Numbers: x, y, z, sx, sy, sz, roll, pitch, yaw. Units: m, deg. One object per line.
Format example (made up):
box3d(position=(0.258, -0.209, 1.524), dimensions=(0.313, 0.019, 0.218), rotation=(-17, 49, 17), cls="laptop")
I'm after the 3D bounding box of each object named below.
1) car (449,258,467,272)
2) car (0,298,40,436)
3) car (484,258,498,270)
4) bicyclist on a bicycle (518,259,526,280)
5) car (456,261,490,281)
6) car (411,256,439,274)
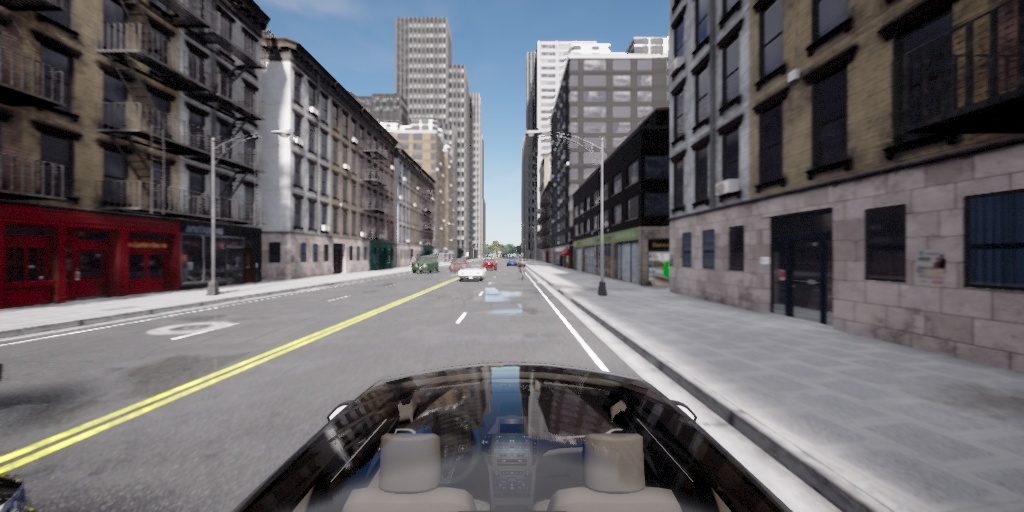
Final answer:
box3d(position=(-6.589, 1.097, 44.992), dimensions=(2.097, 1.767, 4.553), rotation=(0, 0, 0), cls="car")
box3d(position=(-6.600, 1.255, 1.872), dimensions=(1.837, 1.490, 4.892), rotation=(0, 0, 0), cls="car")
box3d(position=(-3.160, 1.098, 51.172), dimensions=(2.097, 1.767, 4.553), rotation=(0, 0, 0), cls="car")
box3d(position=(0.888, 1.116, 29.861), dimensions=(0.659, 1.776, 1.843), rotation=(0, 0, 0), cls="bicyclist on a bicycle")
box3d(position=(-3.156, 1.347, 29.606), dimensions=(1.895, 1.301, 4.718), rotation=(0, 0, 0), cls="car")
box3d(position=(-9.849, 0.967, 41.281), dimensions=(2.150, 2.045, 5.566), rotation=(0, 0, 0), cls="car")
